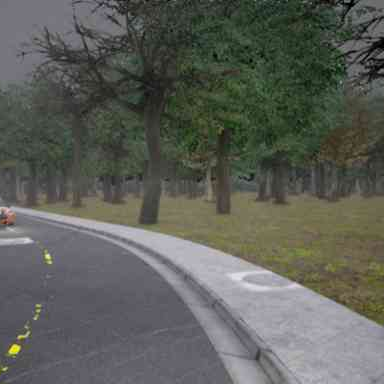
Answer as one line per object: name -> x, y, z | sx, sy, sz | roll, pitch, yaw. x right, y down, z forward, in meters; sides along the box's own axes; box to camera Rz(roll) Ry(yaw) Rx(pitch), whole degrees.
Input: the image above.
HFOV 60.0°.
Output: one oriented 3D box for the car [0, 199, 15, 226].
car -> -12.663, 1.186, 20.910 | 2.097, 1.767, 4.553 | 1, 0, -39
